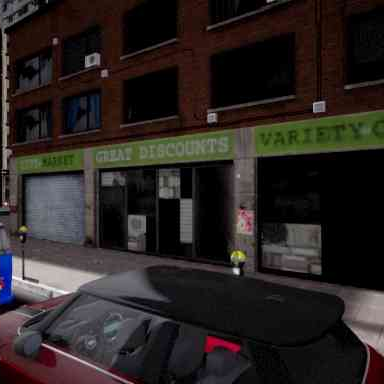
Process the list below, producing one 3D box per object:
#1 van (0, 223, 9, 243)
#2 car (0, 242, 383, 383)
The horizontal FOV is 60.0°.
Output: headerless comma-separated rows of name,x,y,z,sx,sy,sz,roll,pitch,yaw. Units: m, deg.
van,-5.084,1.342,6.357,3.998,1.788,1.690,0,0,36
car,-0.453,1.440,3.050,4.097,1.590,1.967,0,0,36
